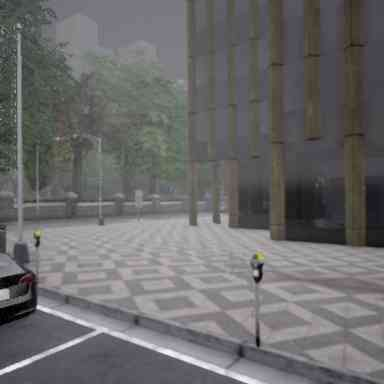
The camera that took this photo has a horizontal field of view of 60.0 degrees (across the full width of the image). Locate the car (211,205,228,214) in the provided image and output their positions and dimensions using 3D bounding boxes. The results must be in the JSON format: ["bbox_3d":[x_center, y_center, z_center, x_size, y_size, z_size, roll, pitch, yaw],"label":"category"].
[{"bbox_3d":[5.193,2.865,55.199,2.033,1.411,5.357,-1,-2,35],"label":"car"}]

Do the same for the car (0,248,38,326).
[{"bbox_3d":[-4.643,1.642,6.276,4.313,1.339,1.947,-1,0,35],"label":"car"}]
